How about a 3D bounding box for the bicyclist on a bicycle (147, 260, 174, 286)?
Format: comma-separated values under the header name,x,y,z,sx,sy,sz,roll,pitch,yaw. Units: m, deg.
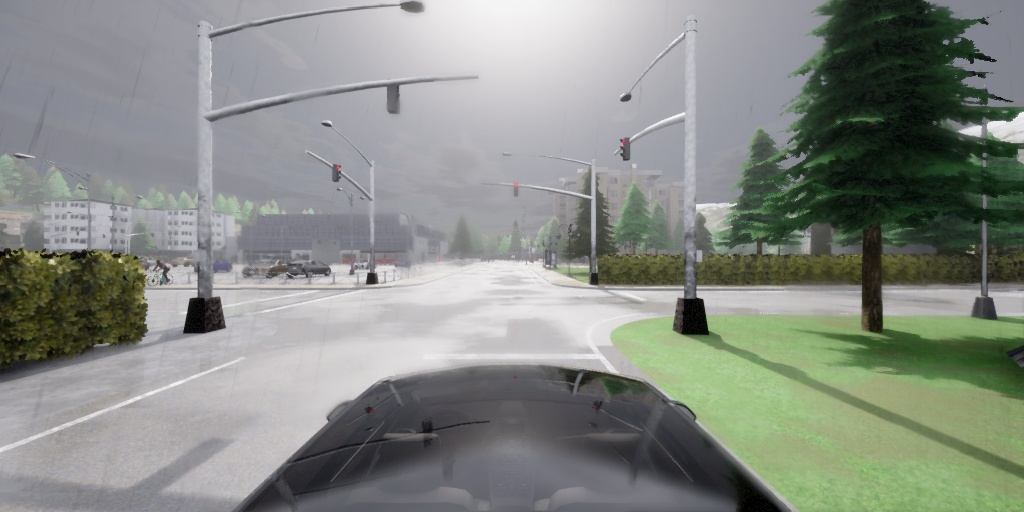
name,x,y,z,sx,sy,sz,roll,pitch,yaw
bicyclist on a bicycle,-21.761,1.051,22.213,0.582,1.620,1.656,0,0,1
